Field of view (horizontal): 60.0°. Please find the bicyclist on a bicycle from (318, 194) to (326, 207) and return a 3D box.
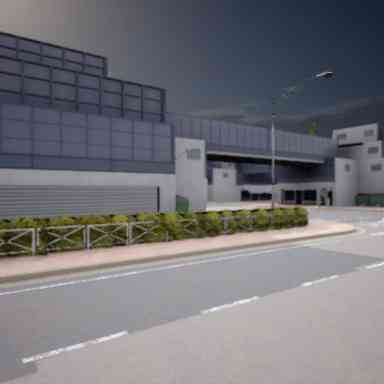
[{"bbox_3d":[16.728,1.138,42.779,1.656,1.620,0.582,-1,0,-36],"label":"bicyclist on a bicycle"}]
